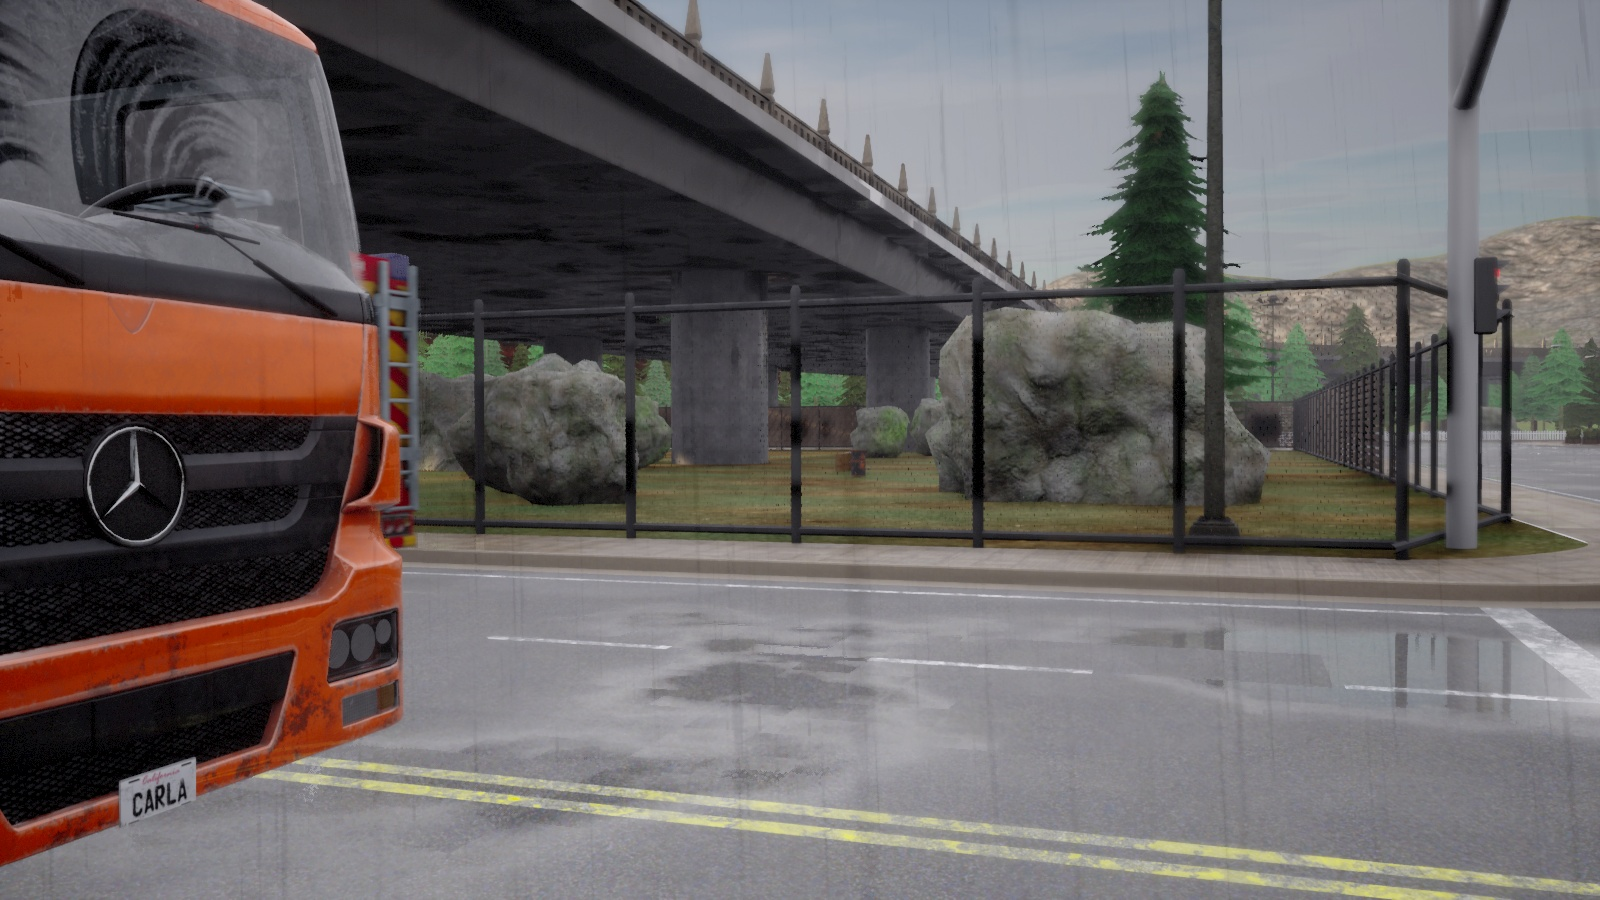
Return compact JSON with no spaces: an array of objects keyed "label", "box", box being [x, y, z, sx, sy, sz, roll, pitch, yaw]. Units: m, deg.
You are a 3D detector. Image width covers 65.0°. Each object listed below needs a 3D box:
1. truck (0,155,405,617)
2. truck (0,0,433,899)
[{"label":"truck","box":[-8.559,-0.587,13.517,8.468,3.827,2.891,1,1,25]},{"label":"truck","box":[-5.760,-0.260,5.158,7.936,3.462,2.891,1,1,19]}]
